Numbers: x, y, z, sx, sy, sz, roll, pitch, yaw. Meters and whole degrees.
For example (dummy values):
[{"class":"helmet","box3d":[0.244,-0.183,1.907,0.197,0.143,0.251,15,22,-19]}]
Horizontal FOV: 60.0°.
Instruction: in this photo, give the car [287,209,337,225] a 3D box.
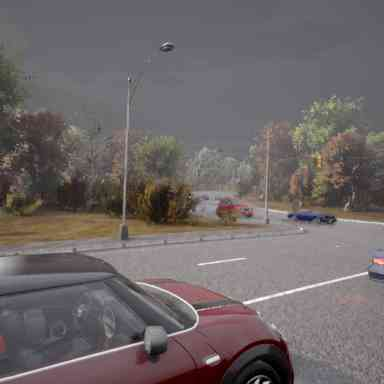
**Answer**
[{"class":"car","box3d":[11.330,2.353,31.540,1.895,1.301,4.718,3,-1,-25]}]

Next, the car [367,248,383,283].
[{"class":"car","box3d":[6.573,1.664,8.462,5.357,1.411,2.033,2,-1,-36]}]

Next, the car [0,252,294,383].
[{"class":"car","box3d":[-1.180,1.354,2.905,4.553,1.767,2.097,0,0,-36]}]

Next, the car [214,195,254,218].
[{"class":"car","box3d":[4.787,1.798,37.582,2.150,2.045,5.566,3,0,-22]}]

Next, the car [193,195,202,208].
[{"class":"car","box3d":[-0.392,1.720,53.439,1.837,1.490,4.892,2,2,-14]}]

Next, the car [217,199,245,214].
[{"class":"car","box3d":[5.331,1.956,46.301,2.097,1.767,4.553,3,1,-17]}]

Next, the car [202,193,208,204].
[{"class":"car","box3d":[1.016,1.315,63.799,2.097,1.767,4.553,2,2,-10]}]
